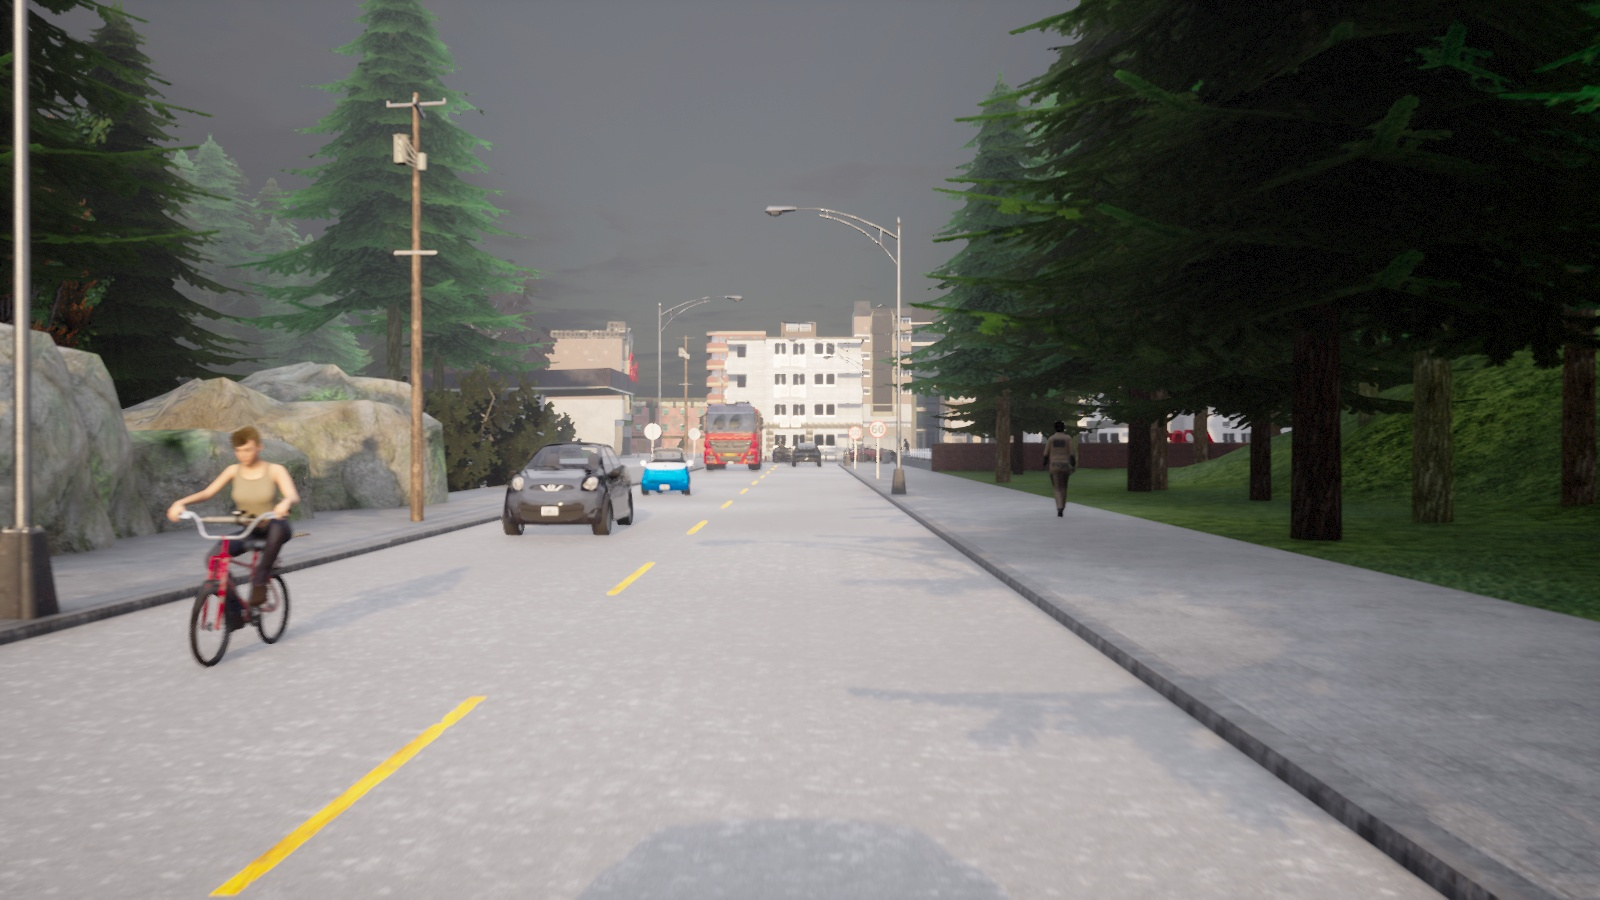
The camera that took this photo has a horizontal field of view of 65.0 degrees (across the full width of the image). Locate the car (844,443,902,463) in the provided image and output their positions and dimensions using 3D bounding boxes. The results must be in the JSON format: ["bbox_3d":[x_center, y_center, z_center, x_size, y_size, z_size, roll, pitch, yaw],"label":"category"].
[{"bbox_3d":[5.403,0.194,92.942,3.806,1.475,1.970,0,0,-33],"label":"car"}]

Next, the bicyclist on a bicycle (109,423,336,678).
[{"bbox_3d":[-3.930,0.631,8.698,0.866,1.612,1.509,0,0,1],"label":"bicyclist on a bicycle"}]

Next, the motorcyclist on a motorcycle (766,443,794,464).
[{"bbox_3d":[-1.454,0.261,92.461,0.866,1.530,2.191,1,1,37],"label":"motorcyclist on a motorcycle"}]

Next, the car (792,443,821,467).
[{"bbox_3d":[0.424,0.299,80.309,1.837,1.490,4.892,0,0,0],"label":"car"}]

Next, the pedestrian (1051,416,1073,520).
[{"bbox_3d":[4.901,0.327,23.526,0.396,1.930,0.692,0,0,11],"label":"pedestrian"}]

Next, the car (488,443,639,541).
[{"bbox_3d":[-3.864,0.638,21.091,1.845,1.501,3.633,0,0,0],"label":"car"}]

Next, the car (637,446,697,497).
[{"bbox_3d":[-3.778,0.598,35.935,1.481,1.376,2.207,0,1,0],"label":"car"}]

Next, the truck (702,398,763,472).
[{"bbox_3d":[-3.625,-0.811,69.281,2.891,3.827,8.468,0,0,0],"label":"truck"}]
